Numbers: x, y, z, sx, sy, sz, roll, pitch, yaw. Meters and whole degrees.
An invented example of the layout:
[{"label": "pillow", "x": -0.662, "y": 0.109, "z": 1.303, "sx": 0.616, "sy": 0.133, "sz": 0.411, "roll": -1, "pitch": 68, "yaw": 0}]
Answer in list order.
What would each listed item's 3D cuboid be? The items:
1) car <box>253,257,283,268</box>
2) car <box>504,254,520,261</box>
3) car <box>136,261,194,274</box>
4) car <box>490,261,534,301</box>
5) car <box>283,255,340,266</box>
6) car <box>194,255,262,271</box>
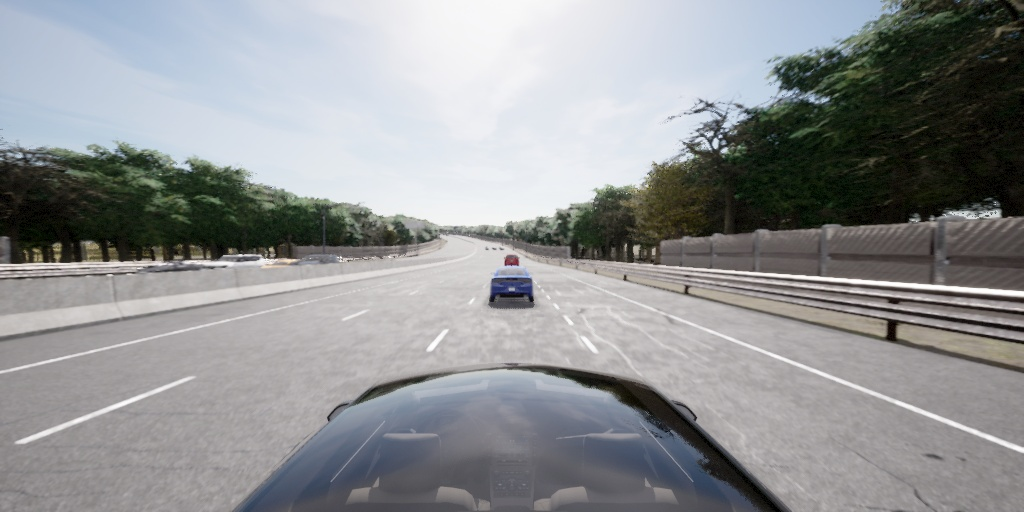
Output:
[{"label": "car", "x": -21.104, "y": 1.138, "z": 33.384, "sx": 1.882, "sy": 1.535, "sz": 5.008, "roll": 0, "pitch": 0, "yaw": 0}, {"label": "car", "x": -0.040, "y": 0.738, "z": 52.922, "sx": 2.150, "sy": 2.045, "sz": 5.566, "roll": 0, "pitch": 1, "yaw": 0}, {"label": "car", "x": -28.099, "y": 1.169, "z": 29.735, "sx": 2.128, "sy": 1.511, "sz": 4.902, "roll": 0, "pitch": 0, "yaw": 0}, {"label": "car", "x": -0.013, "y": 1.205, "z": 17.170, "sx": 1.882, "sy": 1.535, "sz": 5.008, "roll": 0, "pitch": 0, "yaw": 0}, {"label": "car", "x": -17.606, "y": 0.889, "z": 32.344, "sx": 2.150, "sy": 2.045, "sz": 5.566, "roll": 0, "pitch": 0, "yaw": 0}, {"label": "car", "x": -24.604, "y": 0.888, "z": 31.999, "sx": 2.150, "sy": 2.045, "sz": 5.566, "roll": 0, "pitch": 0, "yaw": 0}]
